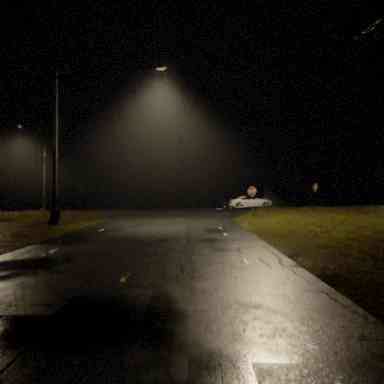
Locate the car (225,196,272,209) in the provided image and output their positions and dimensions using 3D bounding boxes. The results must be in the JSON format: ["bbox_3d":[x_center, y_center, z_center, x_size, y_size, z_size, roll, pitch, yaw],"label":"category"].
[{"bbox_3d":[6.315,1.112,36.265,4.674,1.442,1.812,-2,-2,-1],"label":"car"}]

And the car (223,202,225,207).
[{"bbox_3d":[6.149,1.450,43.280,4.181,1.385,1.994,-1,-3,-1],"label":"car"}]
